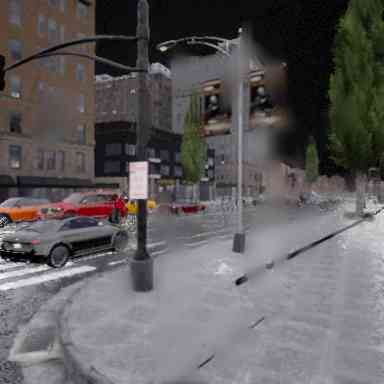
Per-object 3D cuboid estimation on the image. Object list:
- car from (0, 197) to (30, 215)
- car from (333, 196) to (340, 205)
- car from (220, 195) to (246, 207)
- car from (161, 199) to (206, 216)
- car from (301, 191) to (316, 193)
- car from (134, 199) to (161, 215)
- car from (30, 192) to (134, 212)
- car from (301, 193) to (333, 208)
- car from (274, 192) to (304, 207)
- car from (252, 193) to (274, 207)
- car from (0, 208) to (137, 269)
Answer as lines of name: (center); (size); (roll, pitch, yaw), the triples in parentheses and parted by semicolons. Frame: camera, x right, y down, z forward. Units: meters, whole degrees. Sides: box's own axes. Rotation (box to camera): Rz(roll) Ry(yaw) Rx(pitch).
car: (-10.633, 1.128, 20.430); (2.097, 1.767, 4.553); (1, 1, 36)
car: (20.795, 1.191, 49.574); (1.895, 1.301, 4.718); (0, 1, 31)
car: (5.470, 1.086, 43.801); (2.128, 1.511, 4.902); (1, 0, 34)
car: (-0.807, 1.317, 28.779); (1.895, 1.301, 4.718); (1, 1, 35)
car: (18.019, 0.789, 51.259); (2.150, 2.045, 5.566); (0, 1, 31)
car: (-5.193, 1.190, 28.167); (1.882, 1.535, 5.008); (0, 1, 35)
car: (-6.570, 1.005, 20.498); (2.150, 2.045, 5.566); (1, 1, 36)
car: (15.575, 1.192, 41.233); (2.033, 1.411, 5.357); (0, 1, 33)
car: (12.502, 1.130, 42.472); (1.837, 1.490, 4.892); (0, 1, 33)
car: (9.618, 0.953, 44.181); (2.097, 1.767, 4.553); (0, 1, 33)
car: (-3.935, 1.444, 10.986); (1.994, 1.385, 4.181); (0, 0, 26)
